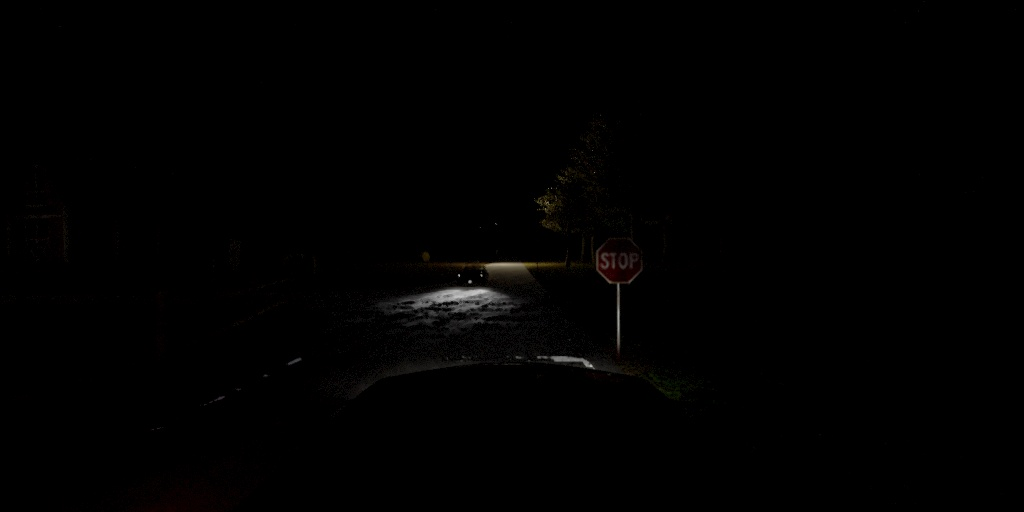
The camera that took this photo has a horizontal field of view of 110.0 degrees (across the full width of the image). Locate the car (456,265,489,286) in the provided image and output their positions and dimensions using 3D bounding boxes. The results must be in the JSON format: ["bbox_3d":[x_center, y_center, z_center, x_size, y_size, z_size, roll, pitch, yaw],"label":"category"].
[{"bbox_3d":[-2.667,1.324,25.106,1.895,1.301,4.718,0,0,0],"label":"car"}]
